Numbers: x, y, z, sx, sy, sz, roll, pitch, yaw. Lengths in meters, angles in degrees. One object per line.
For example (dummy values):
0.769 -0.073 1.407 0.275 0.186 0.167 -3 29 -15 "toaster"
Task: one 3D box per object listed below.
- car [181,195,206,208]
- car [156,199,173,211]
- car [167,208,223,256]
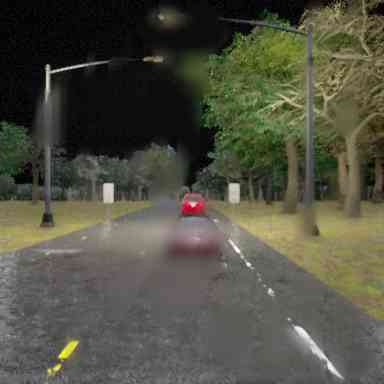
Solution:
0.104 1.266 31.456 2.150 2.045 5.566 0 0 0 "car"
-3.581 1.598 43.526 1.882 1.535 5.008 0 0 0 "car"
0.103 1.551 12.998 1.994 1.385 4.181 0 0 0 "car"
